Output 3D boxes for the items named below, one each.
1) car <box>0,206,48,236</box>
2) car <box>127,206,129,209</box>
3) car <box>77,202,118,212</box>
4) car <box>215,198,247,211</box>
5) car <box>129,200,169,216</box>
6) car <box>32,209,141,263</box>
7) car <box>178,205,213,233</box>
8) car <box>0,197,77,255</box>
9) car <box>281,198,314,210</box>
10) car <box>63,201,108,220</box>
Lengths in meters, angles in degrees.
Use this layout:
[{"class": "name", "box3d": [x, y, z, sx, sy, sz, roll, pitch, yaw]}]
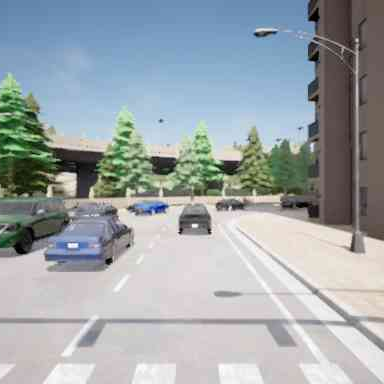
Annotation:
[{"class": "car", "box3d": [-10.441, 1.619, 19.609, 1.994, 1.385, 4.181, 0, 0, 1]}, {"class": "car", "box3d": [-5.378, 1.625, 39.156, 2.033, 1.411, 5.357, 0, 0, 30]}, {"class": "car", "box3d": [-6.785, 1.547, 23.953, 2.128, 1.511, 4.902, 0, 0, 6]}, {"class": "car", "box3d": [4.907, 1.565, 41.165, 1.837, 1.490, 4.892, 0, 0, 45]}, {"class": "car", "box3d": [-4.065, 1.544, 34.078, 1.882, 1.535, 5.008, 0, 0, 21]}, {"class": "car", "box3d": [-3.394, 1.575, 11.981, 2.033, 1.411, 5.357, 0, 0, 0]}, {"class": "car", "box3d": [0.220, 1.538, 20.069, 1.837, 1.490, 4.892, 0, 0, 2]}, {"class": "car", "box3d": [-7.041, 1.260, 13.944, 2.150, 2.045, 5.566, 0, 0, 1]}, {"class": "car", "box3d": [13.780, 1.536, 43.280, 4.902, 1.511, 2.128, 0, 0, -29]}, {"class": "car", "box3d": [-9.329, 1.596, 29.568, 1.812, 1.442, 4.674, 0, 0, 12]}]
